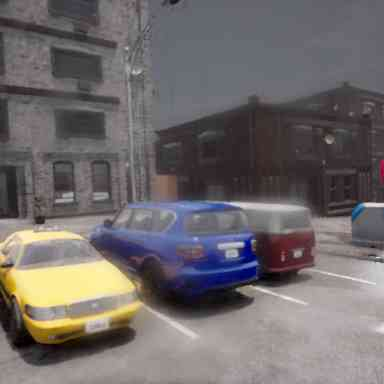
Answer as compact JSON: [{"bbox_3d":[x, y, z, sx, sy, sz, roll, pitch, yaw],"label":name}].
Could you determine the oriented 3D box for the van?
[{"bbox_3d":[1.422,1.311,10.164,1.878,1.987,4.442,1,0,-36],"label":"van"}]

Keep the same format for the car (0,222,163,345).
[{"bbox_3d":[-2.845,1.489,6.747,1.946,1.575,5.366,1,0,-36],"label":"car"}]

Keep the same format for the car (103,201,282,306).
[{"bbox_3d":[-0.799,1.263,8.470,2.435,2.045,5.566,1,0,-36],"label":"car"}]
